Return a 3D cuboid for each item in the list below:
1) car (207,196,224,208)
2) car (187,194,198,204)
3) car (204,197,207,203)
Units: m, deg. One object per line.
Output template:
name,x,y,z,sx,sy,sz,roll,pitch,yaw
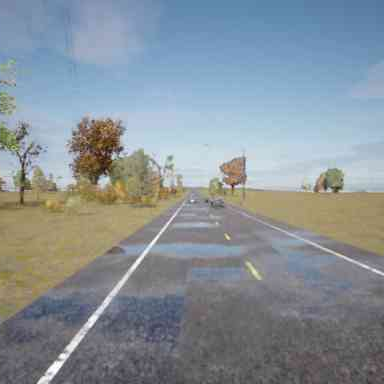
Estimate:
car,3.704,1.501,49.222,2.128,1.511,4.902,0,0,0
car,0.120,1.493,63.727,2.128,1.511,4.902,0,0,1
car,3.650,1.555,70.334,1.994,1.385,4.181,0,0,0
